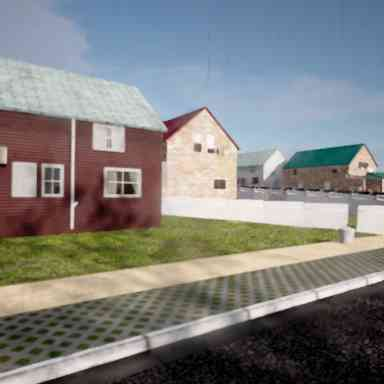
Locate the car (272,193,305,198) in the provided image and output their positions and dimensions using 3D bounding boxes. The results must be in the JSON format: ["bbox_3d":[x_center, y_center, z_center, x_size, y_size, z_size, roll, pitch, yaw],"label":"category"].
[{"bbox_3d":[11.074,0.494,38.756,1.812,1.442,4.674,1,2,-33],"label":"car"}]
